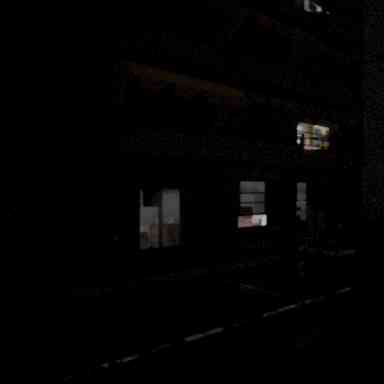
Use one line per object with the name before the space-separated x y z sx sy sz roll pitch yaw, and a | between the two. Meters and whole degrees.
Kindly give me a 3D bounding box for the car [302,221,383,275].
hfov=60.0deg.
car | 5.221 1.577 10.382 4.206 1.307 1.802 0 0 -36
